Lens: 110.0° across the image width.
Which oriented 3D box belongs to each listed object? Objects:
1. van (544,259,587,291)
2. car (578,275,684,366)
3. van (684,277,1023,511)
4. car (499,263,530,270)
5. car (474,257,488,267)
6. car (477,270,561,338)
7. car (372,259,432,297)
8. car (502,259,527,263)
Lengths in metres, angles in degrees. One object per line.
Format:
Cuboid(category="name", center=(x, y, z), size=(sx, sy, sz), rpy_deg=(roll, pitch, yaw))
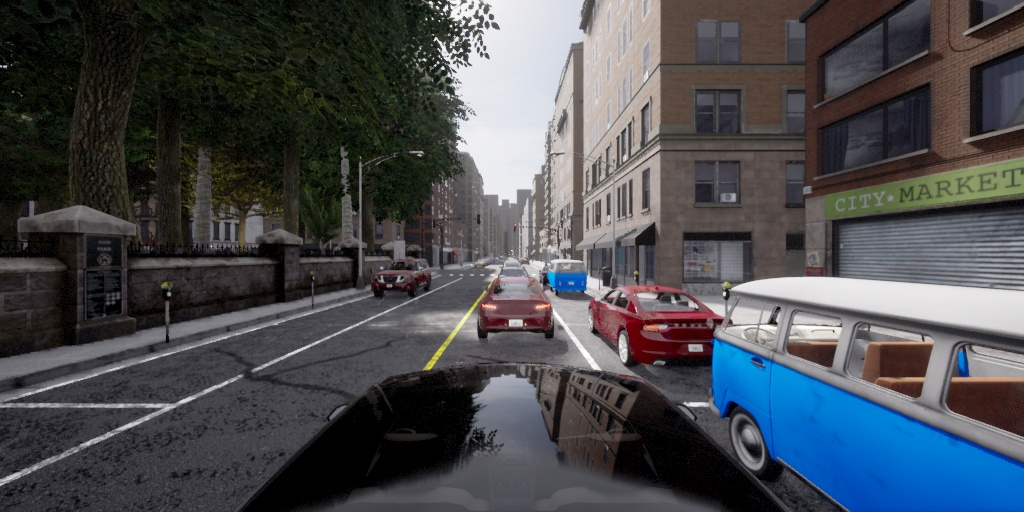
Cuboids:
Cuboid(category="van", center=(2.861, 1.085, 19.125), size=(1.690, 1.789, 3.998), rpy_deg=(0, 0, 0))
Cuboid(category="car", center=(2.858, 1.294, 7.804), size=(1.888, 1.381, 4.507), rpy_deg=(0, 0, 0))
Cuboid(category="van", center=(2.857, 1.091, 2.143), size=(1.690, 1.789, 3.998), rpy_deg=(0, 0, 0))
Cuboid(category="car", center=(0.102, 1.291, 19.584), size=(2.033, 1.411, 5.357), rpy_deg=(0, 0, 1))
Cuboid(category="car", center=(-5.651, 1.226, 62.606), size=(1.751, 1.417, 4.829), rpy_deg=(0, 0, 0))
Cuboid(category="car", center=(0.097, 1.274, 10.006), size=(1.812, 1.442, 4.674), rpy_deg=(0, 0, 0))
Cuboid(category="car", center=(-5.663, 1.059, 19.087), size=(2.192, 1.841, 5.009), rpy_deg=(0, 0, 0))
Cuboid(category="car", center=(0.011, 1.241, 29.329), size=(1.837, 1.490, 4.892), rpy_deg=(0, 0, 0))
